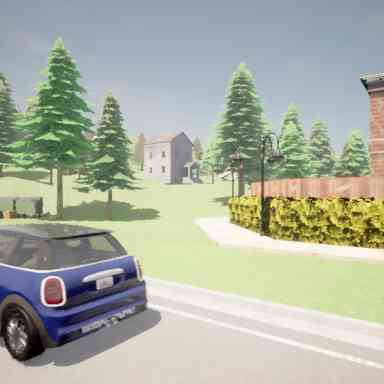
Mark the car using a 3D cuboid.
[{"bbox_3d":[-3.011,1.353,6.137,4.553,1.767,2.097,0,0,36],"label":"car"}]
